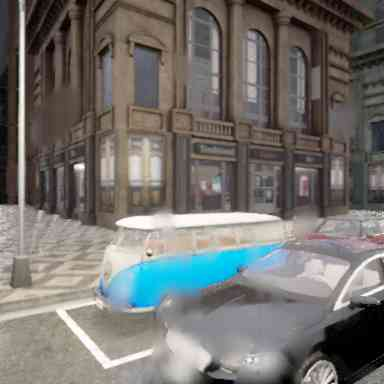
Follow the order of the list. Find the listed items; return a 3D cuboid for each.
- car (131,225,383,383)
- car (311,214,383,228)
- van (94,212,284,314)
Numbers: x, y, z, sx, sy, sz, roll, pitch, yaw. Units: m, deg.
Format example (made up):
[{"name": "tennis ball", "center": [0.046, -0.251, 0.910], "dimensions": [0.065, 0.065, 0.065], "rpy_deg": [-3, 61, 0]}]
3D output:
[{"name": "car", "center": [1.884, 1.496, 4.713], "dimensions": [4.902, 1.511, 2.128], "rpy_deg": [0, 0, -35]}, {"name": "car", "center": [4.610, 1.448, 9.922], "dimensions": [4.097, 1.590, 1.967], "rpy_deg": [0, 0, -35]}, {"name": "van", "center": [0.176, 1.345, 6.769], "dimensions": [3.998, 1.788, 1.690], "rpy_deg": [0, 0, -35]}]
